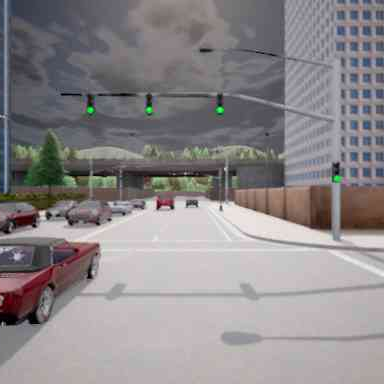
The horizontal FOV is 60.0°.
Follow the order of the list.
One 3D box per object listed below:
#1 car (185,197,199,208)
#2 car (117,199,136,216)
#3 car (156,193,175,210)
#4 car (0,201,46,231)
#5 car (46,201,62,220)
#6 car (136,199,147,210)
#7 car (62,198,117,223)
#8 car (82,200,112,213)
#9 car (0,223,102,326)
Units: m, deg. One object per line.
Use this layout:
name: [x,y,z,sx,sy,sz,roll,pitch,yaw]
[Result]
car: [0.016,1.469,48.648,1.837,1.490,4.892,0,0,0]
car: [-7.069,1.576,32.487,1.895,1.301,4.718,0,0,0]
car: [-3.406,1.189,43.100,2.150,2.045,5.566,0,0,0]
car: [-10.593,1.338,19.024,2.097,1.767,4.553,0,0,0]
car: [-10.582,1.470,27.984,2.128,1.511,4.902,0,0,0]
car: [-6.988,1.532,42.534,1.994,1.385,4.181,0,0,0]
car: [-7.088,1.334,23.504,2.097,1.767,4.553,0,0,0]
car: [-10.539,1.573,37.208,1.895,1.301,4.718,0,0,1]
car: [-3.397,1.595,7.029,1.895,1.301,4.718,0,0,0]
